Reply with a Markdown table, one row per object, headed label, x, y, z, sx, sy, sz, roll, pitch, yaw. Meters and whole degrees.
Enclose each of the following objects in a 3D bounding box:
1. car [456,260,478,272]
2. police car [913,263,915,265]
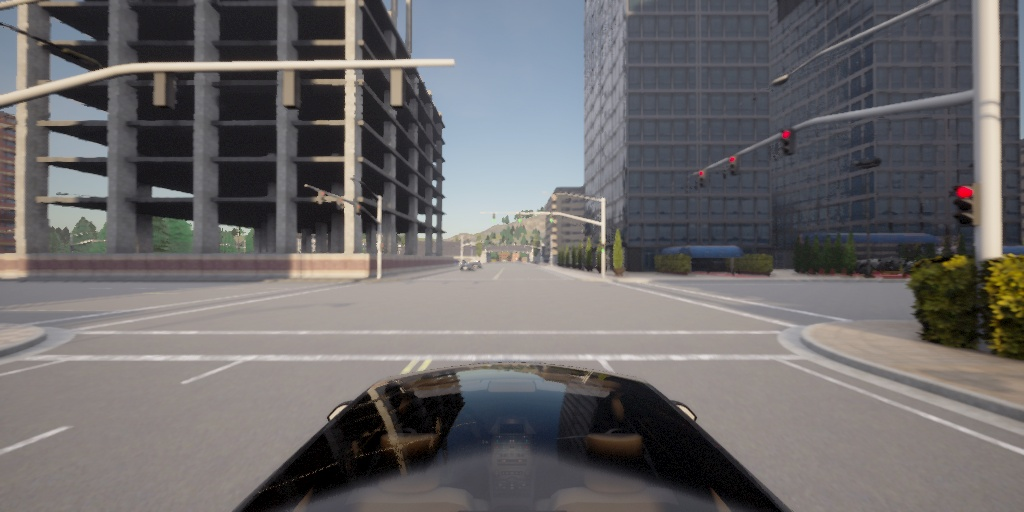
| label | x | y | z | sx | sy | sz | roll | pitch | yaw |
| --- | --- | --- | --- | --- | --- | --- | --- | --- | --- |
| car | -7.042 | 1.736 | 56.702 | 2.128 | 1.511 | 4.902 | 0 | 0 | 1 |
| police car | 33.608 | 1.479 | 26.641 | 4.974 | 1.542 | 2.038 | 0 | -1 | 0 |
